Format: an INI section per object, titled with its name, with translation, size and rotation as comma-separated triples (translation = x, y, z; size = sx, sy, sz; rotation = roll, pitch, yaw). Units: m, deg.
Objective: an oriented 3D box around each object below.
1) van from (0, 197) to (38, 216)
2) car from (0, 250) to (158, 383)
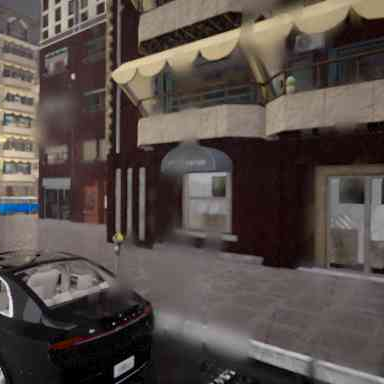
[van]
translation = -16.734, 1.391, 32.291
size = 1.690, 1.788, 3.998
rotation = -1, -1, 35
[car]
translation = -2.461, 1.506, 4.628
size = 4.403, 1.369, 2.008
rotation = 1, 0, 35
